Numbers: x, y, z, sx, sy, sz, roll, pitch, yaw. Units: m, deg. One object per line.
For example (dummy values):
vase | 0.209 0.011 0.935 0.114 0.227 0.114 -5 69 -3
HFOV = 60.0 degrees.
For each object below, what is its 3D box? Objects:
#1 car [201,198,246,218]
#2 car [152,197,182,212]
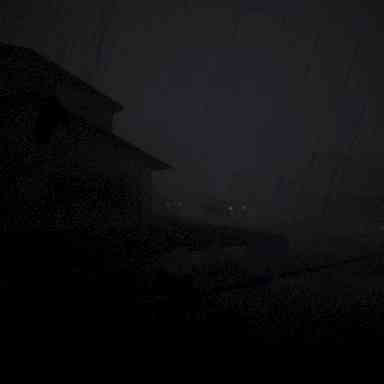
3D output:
car | 2.796 1.352 30.209 2.097 1.767 4.553 0 0 -36
car | -3.047 1.352 38.484 2.097 1.767 4.553 0 0 -35
